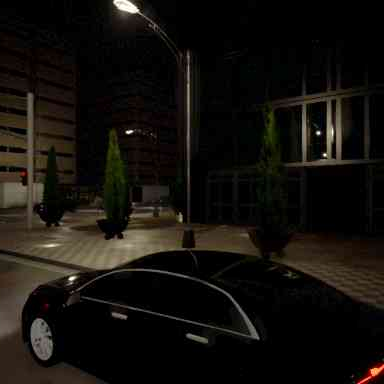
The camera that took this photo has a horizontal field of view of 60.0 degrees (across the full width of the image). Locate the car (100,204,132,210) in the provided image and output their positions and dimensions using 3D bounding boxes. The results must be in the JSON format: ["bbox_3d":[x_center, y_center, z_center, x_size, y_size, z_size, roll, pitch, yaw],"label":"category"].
[{"bbox_3d":[-9.910,1.581,43.788,1.812,1.442,4.674,0,0,35],"label":"car"}]

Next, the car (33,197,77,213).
[{"bbox_3d":[-15.032,1.408,36.538,2.097,1.767,4.553,0,0,35],"label":"car"}]

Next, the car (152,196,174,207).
[{"bbox_3d":[-4.144,1.407,51.964,2.097,1.767,4.553,0,0,35],"label":"car"}]

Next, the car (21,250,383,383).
[{"bbox_3d":[-0.215,1.505,4.143,4.892,1.490,1.837,0,0,36],"label":"car"}]
